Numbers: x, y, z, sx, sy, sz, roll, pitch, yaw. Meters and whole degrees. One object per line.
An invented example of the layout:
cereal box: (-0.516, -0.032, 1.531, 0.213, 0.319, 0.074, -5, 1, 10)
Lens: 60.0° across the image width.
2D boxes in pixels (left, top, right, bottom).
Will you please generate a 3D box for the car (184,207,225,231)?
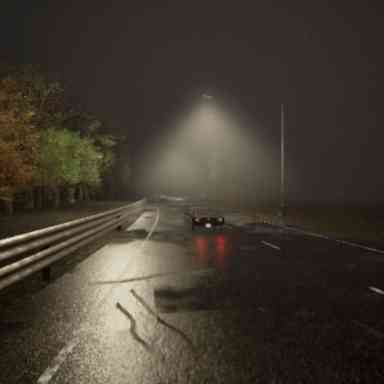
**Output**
car: (0.605, 1.560, 20.479, 1.895, 1.301, 4.718, 0, 0, -8)

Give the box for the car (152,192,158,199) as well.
car: (-9.117, 1.173, 89.281, 1.882, 1.535, 5.008, 0, 0, -8)

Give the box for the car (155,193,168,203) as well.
car: (-5.587, 1.348, 64.304, 2.033, 1.411, 5.357, 0, 0, -8)
